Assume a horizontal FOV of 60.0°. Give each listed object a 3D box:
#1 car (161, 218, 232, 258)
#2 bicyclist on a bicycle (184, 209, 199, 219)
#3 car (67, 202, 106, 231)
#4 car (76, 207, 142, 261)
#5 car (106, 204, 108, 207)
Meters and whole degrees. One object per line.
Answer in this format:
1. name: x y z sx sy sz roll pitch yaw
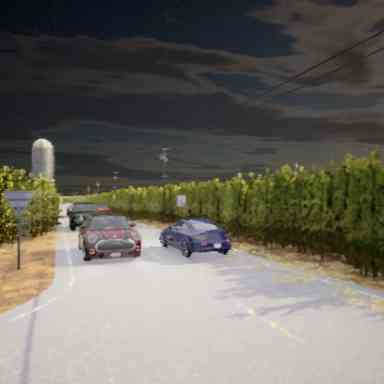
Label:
1. car: 0.062 1.861 14.415 1.812 1.442 4.674 0 -1 -23
2. bicyclist on a bicycle: -0.033 2.016 23.151 1.656 1.620 0.582 2 -2 -22
3. car: -8.392 1.847 26.098 2.150 2.045 5.566 0 -1 -22
4. car: -3.530 1.700 13.959 2.097 1.767 4.553 0 -1 -22
5. car: -12.110 2.382 44.380 2.097 1.767 4.553 0 -1 -21
